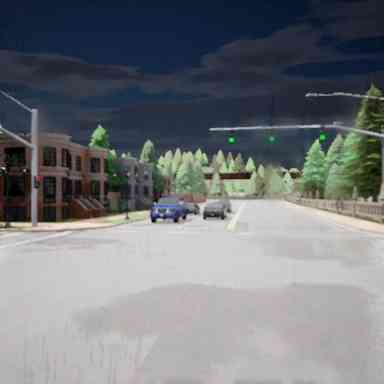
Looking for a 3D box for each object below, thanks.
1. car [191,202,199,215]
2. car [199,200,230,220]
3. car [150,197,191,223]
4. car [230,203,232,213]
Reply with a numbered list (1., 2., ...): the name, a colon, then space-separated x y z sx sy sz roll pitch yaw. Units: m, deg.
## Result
1. car: -0.265 1.864 37.461 1.994 1.385 4.181 0 0 10
2. car: 2.206 1.720 31.030 1.882 1.535 5.008 0 0 10
3. car: -1.843 1.452 28.199 2.150 2.045 5.566 0 0 10
4. car: 3.924 1.823 41.054 1.837 1.490 4.892 0 0 10
